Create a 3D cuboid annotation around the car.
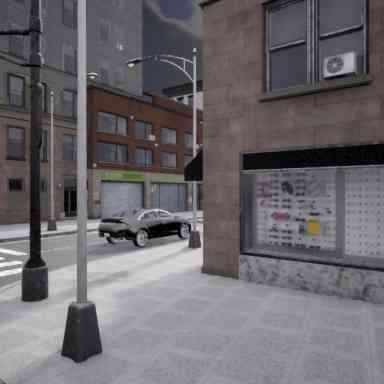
[{"bbox_3d":[-1.920,1.459,14.979,2.128,1.511,4.902,0,0,35],"label":"car"}]
